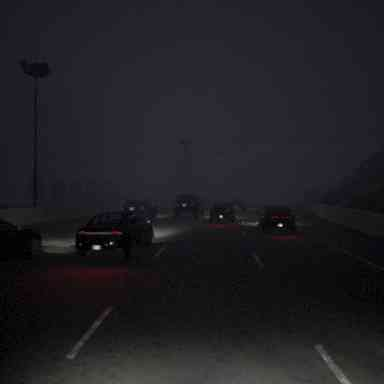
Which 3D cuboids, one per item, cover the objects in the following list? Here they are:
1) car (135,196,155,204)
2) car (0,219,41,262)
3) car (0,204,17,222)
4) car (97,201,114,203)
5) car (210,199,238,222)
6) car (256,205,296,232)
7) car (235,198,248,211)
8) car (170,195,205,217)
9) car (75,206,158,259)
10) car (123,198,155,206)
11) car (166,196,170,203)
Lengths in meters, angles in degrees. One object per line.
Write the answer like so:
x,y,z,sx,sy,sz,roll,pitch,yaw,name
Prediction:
-9.113,1.568,64.690,1.837,1.490,4.892,0,0,20,car
-6.474,1.479,10.028,1.882,1.535,5.008,0,0,3,car
-15.653,1.604,25.162,1.895,1.301,4.718,0,0,8,car
-16.491,1.547,64.846,1.837,1.490,4.892,0,0,20,car
2.515,1.543,26.680,1.837,1.490,4.892,0,0,9,car
5.096,1.539,20.377,1.837,1.490,4.892,0,0,7,car
5.996,1.568,42.544,1.837,1.490,4.892,0,0,15,car
-0.157,1.261,31.644,2.150,2.045,5.566,0,0,11,car
-2.757,1.503,12.718,2.128,1.511,4.902,0,0,5,car
-4.359,1.379,27.966,2.097,1.767,4.553,0,0,9,car
-5.266,1.547,64.951,1.882,1.535,5.008,0,0,21,car
